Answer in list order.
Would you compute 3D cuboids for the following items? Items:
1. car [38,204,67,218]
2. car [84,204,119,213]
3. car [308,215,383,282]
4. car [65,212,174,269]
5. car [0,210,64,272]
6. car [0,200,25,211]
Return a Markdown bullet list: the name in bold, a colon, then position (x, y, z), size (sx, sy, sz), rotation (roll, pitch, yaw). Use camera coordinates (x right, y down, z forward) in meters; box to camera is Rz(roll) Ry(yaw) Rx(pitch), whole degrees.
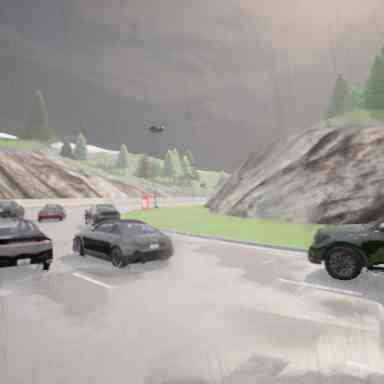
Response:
- **car**: position (-12.082, 1.719, 28.924), size (1.994, 1.385, 4.181), rotation (0, 0, -17)
- **car**: position (-6.368, 1.647, 23.550), size (1.837, 1.490, 4.892), rotation (0, 0, -27)
- **car**: position (5.925, 1.309, 8.420), size (5.566, 2.045, 2.150), rotation (0, 0, 36)
- **car**: position (-2.518, 1.639, 11.655), size (1.994, 1.385, 4.181), rotation (1, 0, -43)
- **car**: position (-5.810, 1.541, 10.153), size (2.128, 1.511, 4.902), rotation (0, 0, -41)
- **car**: position (-15.313, 1.483, 27.632), size (2.097, 1.767, 4.553), rotation (0, 0, -18)
